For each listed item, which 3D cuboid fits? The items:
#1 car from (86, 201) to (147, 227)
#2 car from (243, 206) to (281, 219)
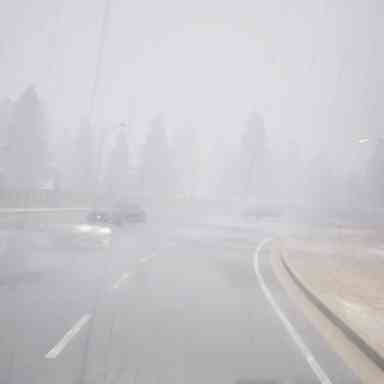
[{"bbox_3d":[-4.338,1.228,19.801,1.994,1.385,4.181,5,0,21],"label":"car"},{"bbox_3d":[7.897,2.277,37.528,4.718,1.301,1.895,5,0,-39],"label":"car"}]
